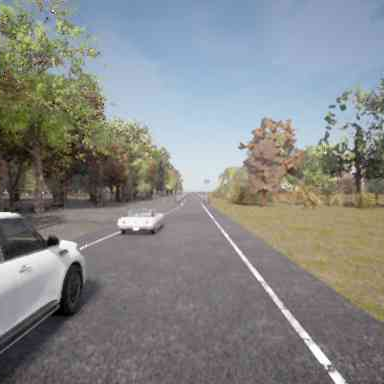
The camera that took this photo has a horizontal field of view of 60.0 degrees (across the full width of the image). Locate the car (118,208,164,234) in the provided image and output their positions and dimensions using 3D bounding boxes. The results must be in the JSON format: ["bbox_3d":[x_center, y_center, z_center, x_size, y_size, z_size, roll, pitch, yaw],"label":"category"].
[{"bbox_3d":[-2.744,1.573,18.989,1.895,1.301,4.718,0,0,2],"label":"car"}]

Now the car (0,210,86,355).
[{"bbox_3d":[-3.234,1.215,4.299,2.150,2.045,5.566,0,0,1],"label":"car"}]
